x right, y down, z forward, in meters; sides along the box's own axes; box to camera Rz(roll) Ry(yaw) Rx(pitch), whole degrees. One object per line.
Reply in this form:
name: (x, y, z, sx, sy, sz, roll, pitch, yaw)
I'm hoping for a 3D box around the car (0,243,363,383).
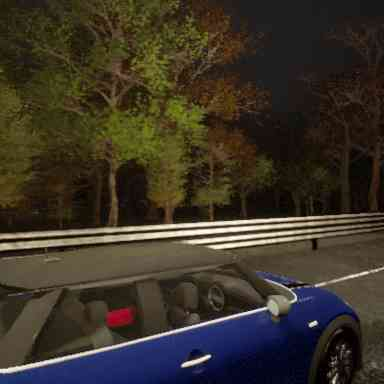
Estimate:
car: (-0.103, 1.372, 3.682, 4.553, 1.767, 2.097, 1, 0, -36)
